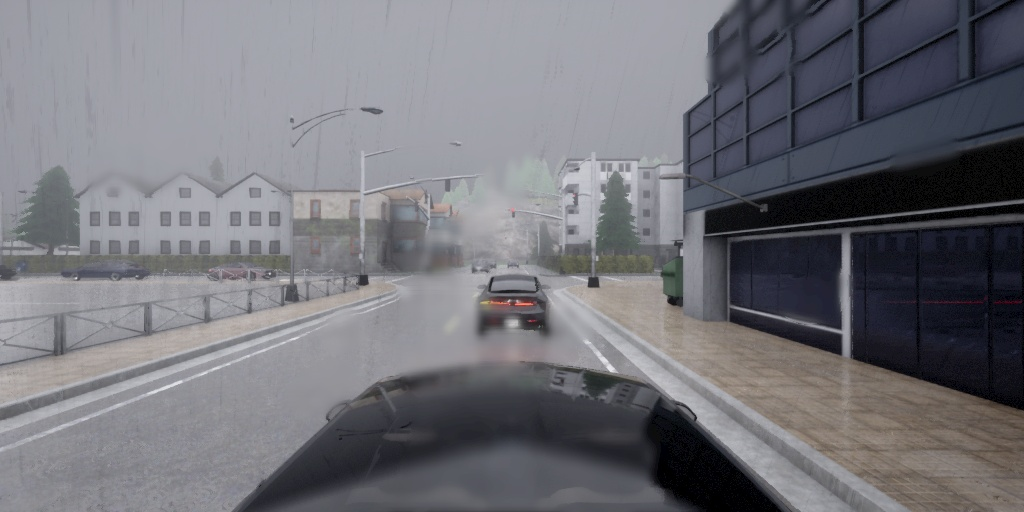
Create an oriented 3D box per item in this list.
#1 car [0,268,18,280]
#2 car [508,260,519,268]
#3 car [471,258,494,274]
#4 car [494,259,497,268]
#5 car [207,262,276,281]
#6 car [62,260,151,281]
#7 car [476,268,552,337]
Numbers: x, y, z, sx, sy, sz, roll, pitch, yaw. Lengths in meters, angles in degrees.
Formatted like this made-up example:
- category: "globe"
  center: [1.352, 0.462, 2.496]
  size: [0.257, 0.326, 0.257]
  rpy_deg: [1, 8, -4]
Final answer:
- category: "car"
  center: [-40.133, 1.174, 26.626]
  size: [4.718, 1.301, 1.895]
  rpy_deg: [0, 0, 1]
- category: "car"
  center: [0.181, 1.351, 60.994]
  size: [1.895, 1.301, 4.718]
  rpy_deg: [0, 0, -1]
- category: "car"
  center: [-3.593, 1.241, 41.849]
  size: [2.128, 1.511, 4.902]
  rpy_deg: [0, 0, 1]
- category: "car"
  center: [-3.507, 1.102, 56.092]
  size: [2.097, 1.767, 4.553]
  rpy_deg: [0, 0, 0]
- category: "car"
  center: [-19.891, 1.138, 26.500]
  size: [4.181, 1.385, 1.994]
  rpy_deg: [0, 0, 0]
- category: "car"
  center: [-29.911, 1.174, 26.546]
  size: [4.718, 1.301, 1.895]
  rpy_deg: [0, 0, 0]
- category: "car"
  center: [0.067, 1.255, 10.344]
  size: [1.837, 1.490, 4.892]
  rpy_deg: [0, 0, 1]
